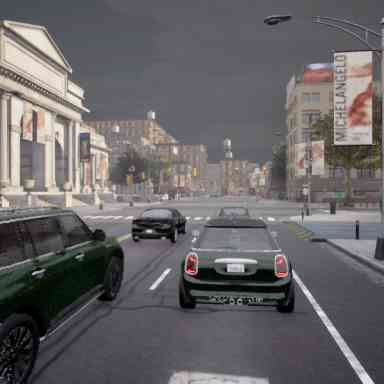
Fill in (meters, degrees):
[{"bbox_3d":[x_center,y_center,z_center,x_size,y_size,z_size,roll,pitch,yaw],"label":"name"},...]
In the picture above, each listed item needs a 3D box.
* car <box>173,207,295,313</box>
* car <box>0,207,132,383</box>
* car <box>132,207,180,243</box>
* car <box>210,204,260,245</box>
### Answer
[{"bbox_3d":[1.015,1.352,7.930,2.097,1.767,4.553,0,0,7],"label":"car"},{"bbox_3d":[-2.812,1.224,5.221,2.150,2.045,5.566,0,0,5],"label":"car"},{"bbox_3d":[-1.447,1.478,16.237,1.882,1.535,5.008,0,0,8],"label":"car"},{"bbox_3d":[2.149,1.489,16.779,2.128,1.511,4.902,0,0,7],"label":"car"}]
